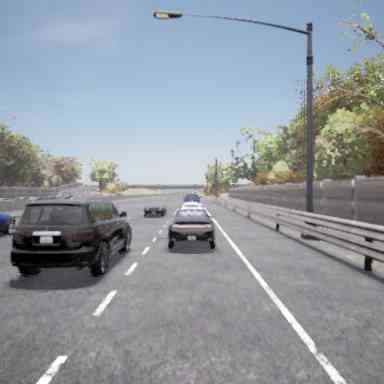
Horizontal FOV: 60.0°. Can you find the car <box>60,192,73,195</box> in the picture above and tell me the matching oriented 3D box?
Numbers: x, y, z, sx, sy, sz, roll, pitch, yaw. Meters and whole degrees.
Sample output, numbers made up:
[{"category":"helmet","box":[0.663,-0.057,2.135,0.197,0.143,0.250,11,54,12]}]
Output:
[{"category":"car","box":[-28.058,0.996,74.418,2.150,2.045,5.566,0,0,0]}]

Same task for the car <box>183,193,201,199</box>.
[{"category":"car","box":[-0.035,1.207,44.025,2.150,2.045,5.566,0,0,0]}]

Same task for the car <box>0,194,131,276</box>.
[{"category":"car","box":[-3.410,1.214,10.468,2.150,2.045,5.566,0,0,0]}]

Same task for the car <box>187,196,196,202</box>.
[{"category":"car","box":[-0.062,1.592,80.623,2.033,1.411,5.357,0,0,0]}]

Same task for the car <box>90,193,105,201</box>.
[{"category":"car","box":[-21.057,1.158,74.068,2.097,1.767,4.553,0,0,0]}]

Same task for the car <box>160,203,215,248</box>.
[{"category":"car","box":[-0.012,1.480,14.727,2.128,1.511,4.902,0,0,0]}]

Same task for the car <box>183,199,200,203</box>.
[{"category":"car","box":[-0.022,1.508,25.795,1.812,1.442,4.674,0,0,0]}]

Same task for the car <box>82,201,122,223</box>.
[{"category":"car","box":[-6.921,1.489,26.048,1.837,1.490,4.892,0,0,0]}]

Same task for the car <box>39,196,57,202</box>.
[{"category":"car","box":[-31.556,1.539,72.973,1.895,1.301,4.718,0,0,0]}]

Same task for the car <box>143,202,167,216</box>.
[{"category":"car","box":[-3.424,1.583,31.994,1.895,1.301,4.718,0,0,0]}]
